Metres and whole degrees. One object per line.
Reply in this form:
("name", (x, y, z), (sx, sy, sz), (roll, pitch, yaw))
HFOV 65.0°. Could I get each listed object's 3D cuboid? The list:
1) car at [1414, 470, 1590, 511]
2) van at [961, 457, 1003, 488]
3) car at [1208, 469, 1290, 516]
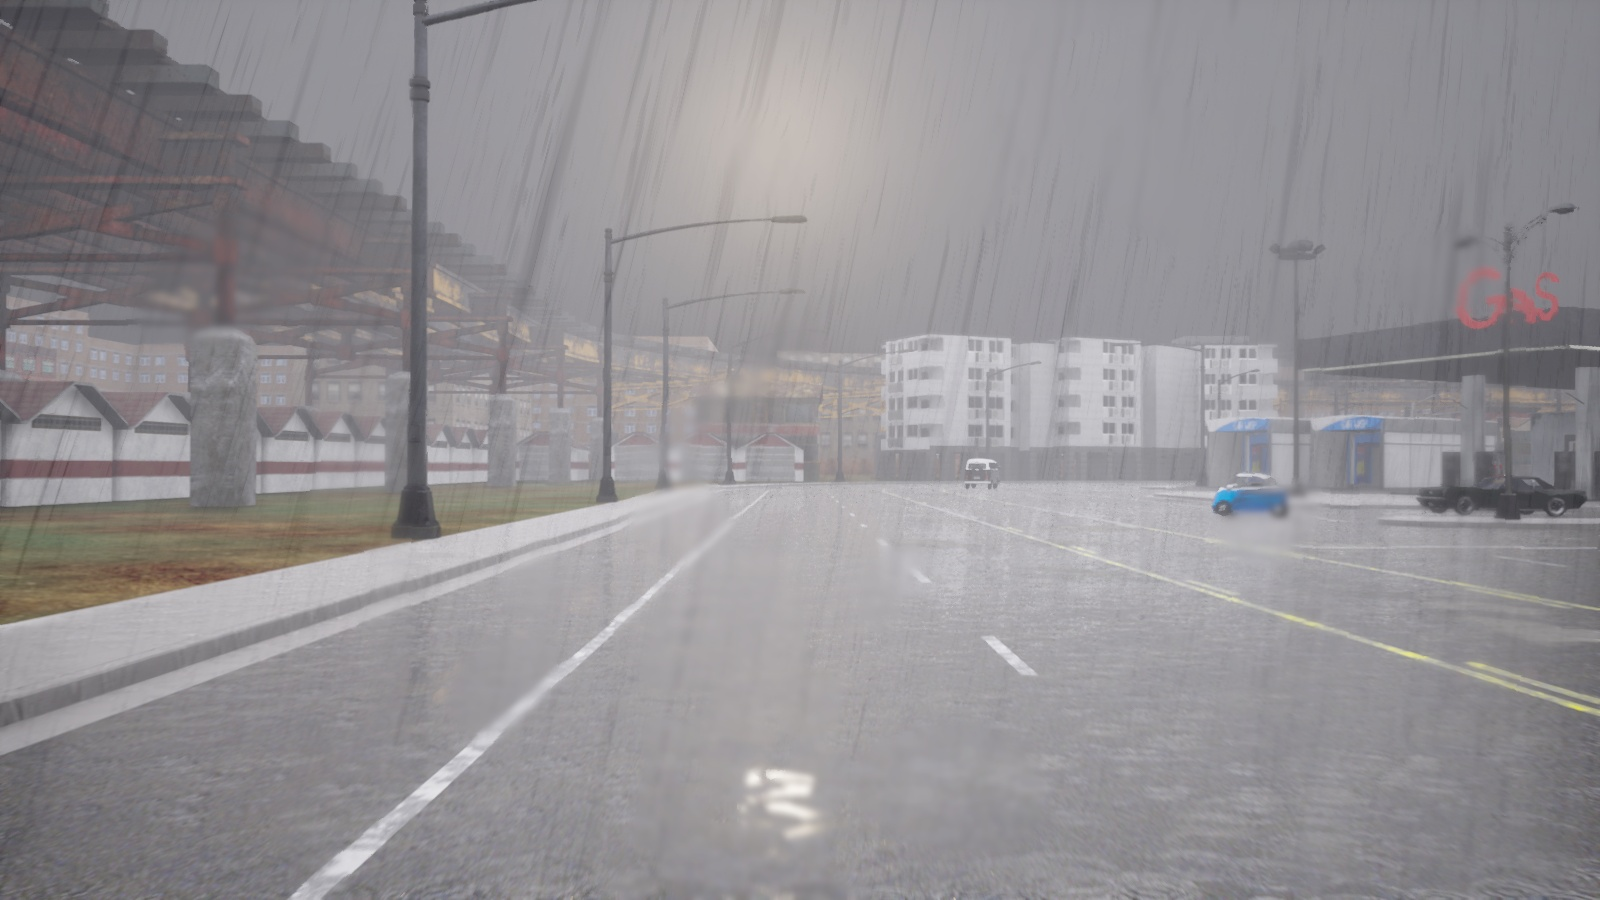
("car", (23.082, 1.326, 41.400), (4.718, 1.301, 1.895), (0, -1, 0))
("van", (12.444, 1.513, 85.589), (2.069, 2.038, 4.480), (-1, -1, 18))
("car", (13.955, 1.288, 39.013), (2.207, 1.376, 1.481), (0, 0, 27))
